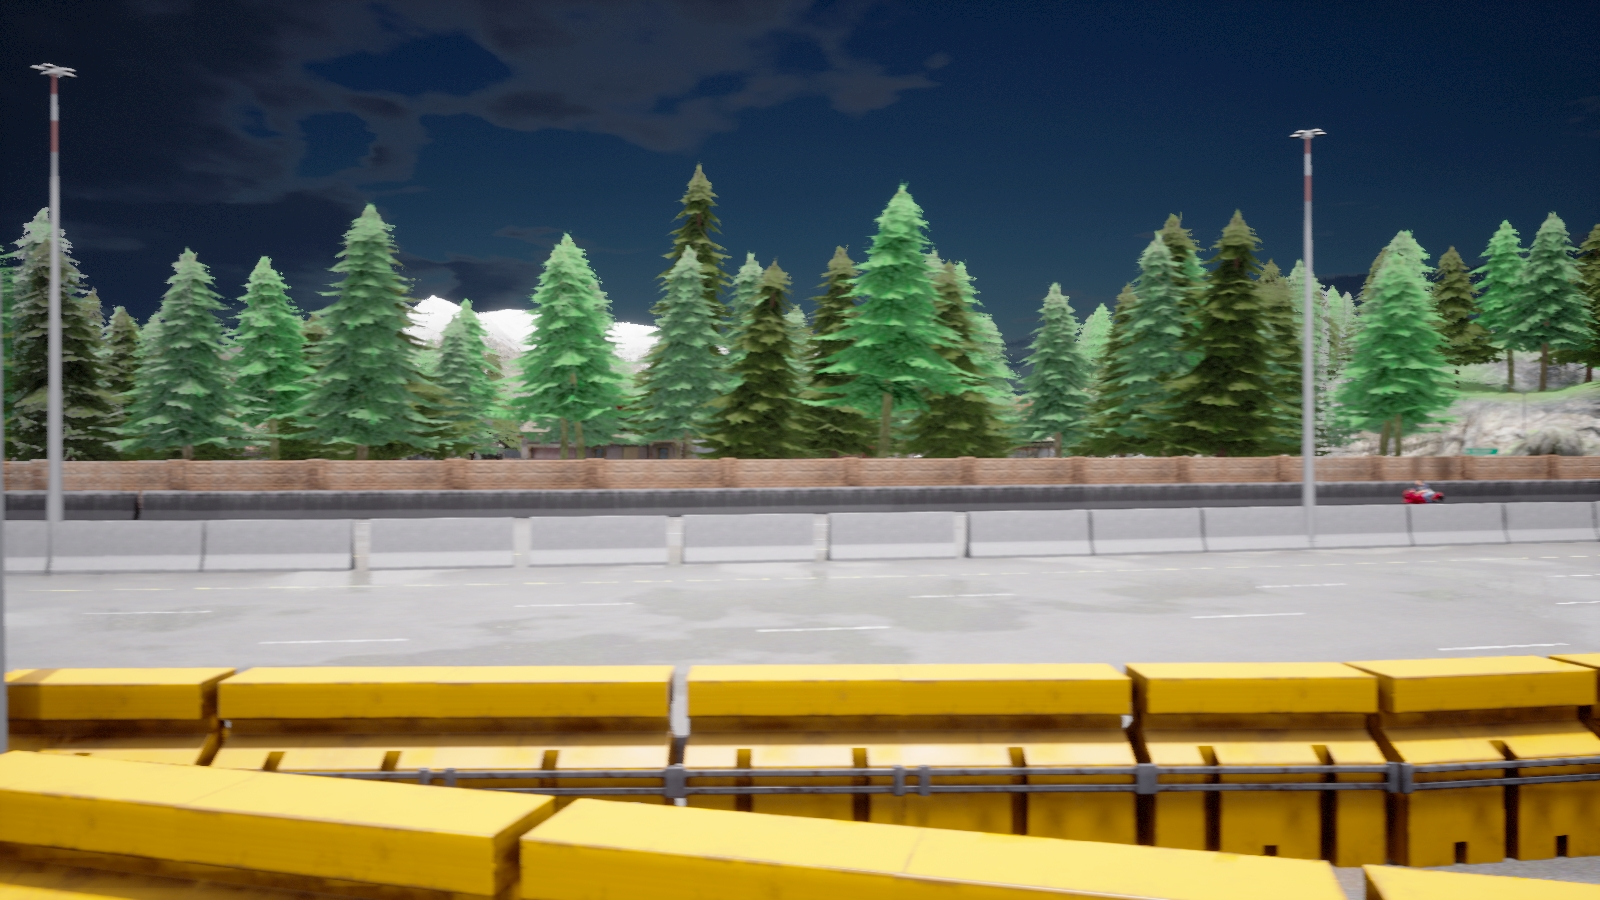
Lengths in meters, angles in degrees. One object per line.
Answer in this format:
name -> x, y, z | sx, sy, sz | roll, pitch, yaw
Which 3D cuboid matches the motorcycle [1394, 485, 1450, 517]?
motorcycle -> 25.769, 2.107, 47.351 | 2.033, 1.217, 0.803 | 0, 0, -15
